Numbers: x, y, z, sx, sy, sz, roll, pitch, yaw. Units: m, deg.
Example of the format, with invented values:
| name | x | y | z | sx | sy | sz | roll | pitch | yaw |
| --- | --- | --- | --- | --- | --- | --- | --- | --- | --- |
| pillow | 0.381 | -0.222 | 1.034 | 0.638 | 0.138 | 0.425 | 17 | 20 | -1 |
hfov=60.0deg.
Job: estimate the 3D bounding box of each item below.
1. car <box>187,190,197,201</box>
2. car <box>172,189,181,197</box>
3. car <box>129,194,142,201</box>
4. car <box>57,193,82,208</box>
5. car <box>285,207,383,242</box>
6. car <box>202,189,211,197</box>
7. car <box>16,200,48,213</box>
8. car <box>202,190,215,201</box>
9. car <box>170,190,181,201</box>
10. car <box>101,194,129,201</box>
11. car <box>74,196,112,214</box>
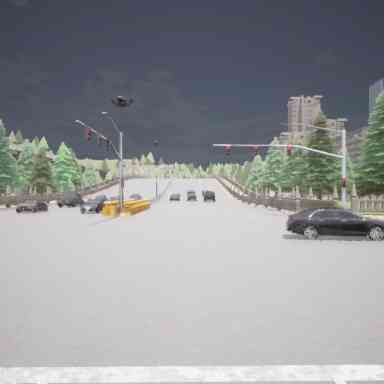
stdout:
| name | x | y | z | sx | sy | sz | roll | pitch | yaw |
| --- | --- | --- | --- | --- | --- | --- | --- | --- | --- |
| car | -0.004 | 1.001 | 68.118 | 1.837 | 1.490 | 4.892 | 0 | 4 | 0 |
| car | -3.660 | 0.229 | 78.515 | 1.895 | 1.301 | 4.718 | 0 | 7 | 0 |
| car | -10.632 | 1.169 | 61.647 | 2.097 | 1.767 | 4.553 | 0 | 2 | 0 |
| car | -17.601 | 1.219 | 48.358 | 2.150 | 2.045 | 5.566 | 0 | 0 | 0 |
| car | 7.055 | 1.505 | 16.164 | 4.892 | 1.490 | 1.837 | 0 | 1 | 9 |
| car | 3.343 | 0.217 | 77.988 | 1.812 | 1.442 | 4.674 | 0 | 7 | 0 |
| car | -17.597 | 1.564 | 36.731 | 1.994 | 1.385 | 4.181 | 0 | 0 | 0 |
| car | 3.502 | 0.761 | 67.378 | 2.150 | 2.045 | 5.566 | 0 | 3 | 0 |
| car | -3.509 | 1.035 | 68.504 | 1.994 | 1.385 | 4.181 | 0 | 4 | 0 |
| car | -10.601 | 1.356 | 45.869 | 2.097 | 1.767 | 4.553 | 0 | 0 | 0 |
| car | -10.566 | 1.491 | 35.938 | 2.128 | 1.511 | 4.902 | 0 | 0 | -1 |
